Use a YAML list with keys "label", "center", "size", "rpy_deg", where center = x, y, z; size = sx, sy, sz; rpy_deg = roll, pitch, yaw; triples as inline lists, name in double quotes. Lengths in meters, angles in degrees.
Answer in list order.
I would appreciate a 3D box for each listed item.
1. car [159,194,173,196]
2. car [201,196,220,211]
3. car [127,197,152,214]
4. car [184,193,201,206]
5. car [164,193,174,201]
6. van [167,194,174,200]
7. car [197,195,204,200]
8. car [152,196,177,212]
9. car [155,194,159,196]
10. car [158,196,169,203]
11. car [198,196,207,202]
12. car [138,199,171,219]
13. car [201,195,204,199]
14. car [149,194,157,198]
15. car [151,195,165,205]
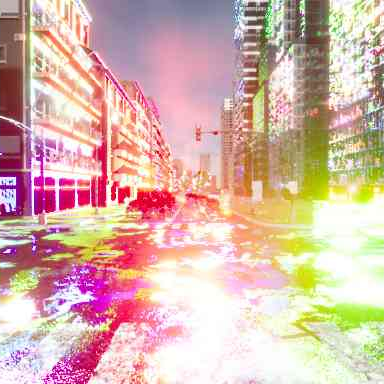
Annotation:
- label: "car"
  center: [-3.236, 1.488, 49.218]
  size: [2.128, 1.511, 4.902]
  rpy_deg: [0, 0, 0]
- label: "car"
  center: [2.522, 1.540, 41.115]
  size: [1.887, 1.381, 4.507]
  rpy_deg: [-1, 0, 0]
- label: "car"
  center: [-5.807, 1.540, 35.384]
  size: [1.887, 1.381, 4.507]
  rpy_deg: [-1, 0, 0]
- label: "car"
  center: [-0.063, 1.219, 54.253]
  size: [2.150, 2.045, 5.566]
  rpy_deg: [0, 0, 0]
- label: "car"
  center: [-5.965, 1.322, 86.224]
  size: [2.192, 1.841, 5.009]
  rpy_deg: [-1, 0, 0]
- label: "van"
  center: [-5.981, 1.350, 91.872]
  size: [1.690, 1.788, 3.998]
  rpy_deg: [-1, 0, 0]
- label: "car"
  center: [2.368, 1.534, 92.126]
  size: [1.752, 1.417, 4.829]
  rpy_deg: [-1, 0, 0]
- label: "car"
  center: [-3.206, 1.560, 39.096]
  size: [1.994, 1.385, 4.181]
  rpy_deg: [0, 0, 0]
- label: "car"
  center: [-5.862, 1.312, 52.331]
  size: [2.192, 1.841, 5.009]
  rpy_deg: [-1, 0, 0]
- label: "car"
  center: [-5.910, 1.583, 69.278]
  size: [1.802, 1.307, 4.206]
  rpy_deg: [-1, 0, 0]
- label: "car"
  center: [2.420, 1.548, 75.009]
  size: [1.887, 1.381, 4.507]
  rpy_deg: [-1, 0, 0]
- label: "car"
  center: [-3.187, 1.560, 29.170]
  size: [1.994, 1.385, 4.181]
  rpy_deg: [0, 0, 0]
- label: "car"
  center: [2.454, 1.551, 63.711]
  size: [2.008, 1.369, 4.403]
  rpy_deg: [-1, 0, 0]
- label: "car"
  center: [-5.826, 1.436, 41.033]
  size: [1.967, 1.590, 4.097]
  rpy_deg: [-1, 0, 0]
- label: "car"
  center: [-5.877, 1.439, 57.979]
  size: [1.967, 1.590, 4.097]
  rpy_deg: [-1, 0, 0]
